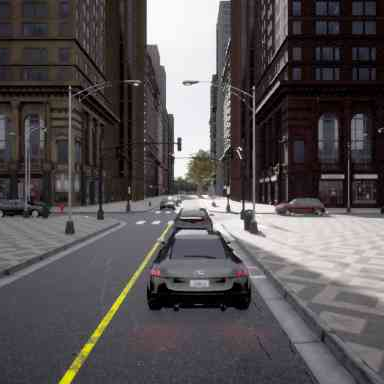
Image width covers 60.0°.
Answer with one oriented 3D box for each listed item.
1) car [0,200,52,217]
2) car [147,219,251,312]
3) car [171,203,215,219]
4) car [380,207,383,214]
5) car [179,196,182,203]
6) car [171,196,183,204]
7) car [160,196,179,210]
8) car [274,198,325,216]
[{"bbox_3d":[-14.747,1.455,28.968,4.892,1.490,1.837,0,0,-1],"label":"car"},{"bbox_3d":[0.108,1.564,7.812,1.994,1.385,4.181,0,0,-1],"label":"car"},{"bbox_3d":[0.062,1.505,16.720,1.837,1.490,4.892,0,0,0],"label":"car"},{"bbox_3d":[20.643,1.631,32.155,4.181,1.385,1.994,0,0,1],"label":"car"},{"bbox_3d":[-3.089,1.495,52.937,2.128,1.511,4.902,0,0,0],"label":"car"},{"bbox_3d":[-3.019,1.566,67.325,2.033,1.411,5.357,0,0,0],"label":"car"},{"bbox_3d":[-3.089,1.548,43.176,2.033,1.411,5.357,0,0,0],"label":"car"},{"bbox_3d":[10.346,1.386,32.169,4.553,1.767,2.097,0,0,0],"label":"car"}]
